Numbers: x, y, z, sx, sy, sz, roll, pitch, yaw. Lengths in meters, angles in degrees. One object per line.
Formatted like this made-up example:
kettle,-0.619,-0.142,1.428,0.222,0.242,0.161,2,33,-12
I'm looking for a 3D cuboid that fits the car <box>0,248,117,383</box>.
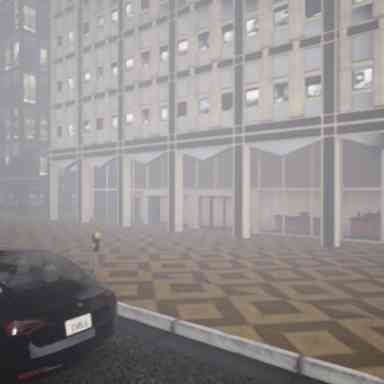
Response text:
car,-2.982,1.531,5.009,4.313,1.339,1.947,0,0,36
